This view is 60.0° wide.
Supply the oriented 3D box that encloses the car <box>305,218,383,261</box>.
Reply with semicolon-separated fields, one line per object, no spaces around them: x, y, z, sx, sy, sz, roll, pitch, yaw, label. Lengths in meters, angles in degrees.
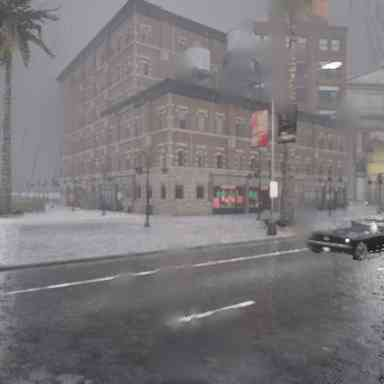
6.496;1.709;12.883;4.718;1.301;1.895;1;0;-35;car
